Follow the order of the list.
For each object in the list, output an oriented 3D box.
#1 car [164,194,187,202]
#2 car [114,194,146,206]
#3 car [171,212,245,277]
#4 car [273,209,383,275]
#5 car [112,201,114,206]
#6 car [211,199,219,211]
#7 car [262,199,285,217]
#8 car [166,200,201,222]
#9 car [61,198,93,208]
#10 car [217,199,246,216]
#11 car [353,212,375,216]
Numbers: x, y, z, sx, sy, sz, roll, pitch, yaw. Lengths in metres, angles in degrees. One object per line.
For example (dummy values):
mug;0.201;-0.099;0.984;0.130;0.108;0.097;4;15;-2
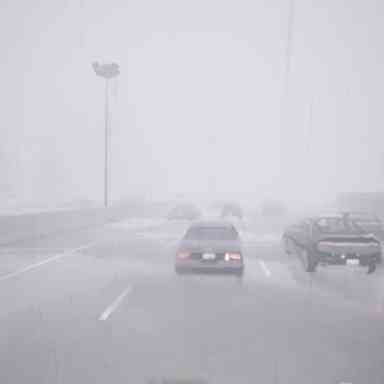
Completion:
car;-2.713;1.369;56.484;2.150;2.045;5.566;0;0;23
car;-8.884;1.335;50.015;2.150;2.045;5.566;0;0;19
car;0.611;1.579;10.384;2.033;1.411;5.357;0;0;5
car;4.191;1.535;10.675;2.128;1.511;4.902;0;0;5
car;-11.128;1.607;54.086;2.128;1.511;4.902;0;0;21
car;3.899;1.638;43.661;1.837;1.490;4.892;0;0;18
car;7.828;1.466;32.041;2.097;1.767;4.553;0;0;14
car;-0.526;1.639;27.150;1.994;1.385;4.181;0;0;12
car;-16.719;1.630;48.719;2.033;1.411;5.357;0;0;18
car;3.695;1.600;29.848;1.837;1.490;4.892;0;0;13
car;8.458;1.676;17.415;1.895;1.301;4.718;0;0;8
